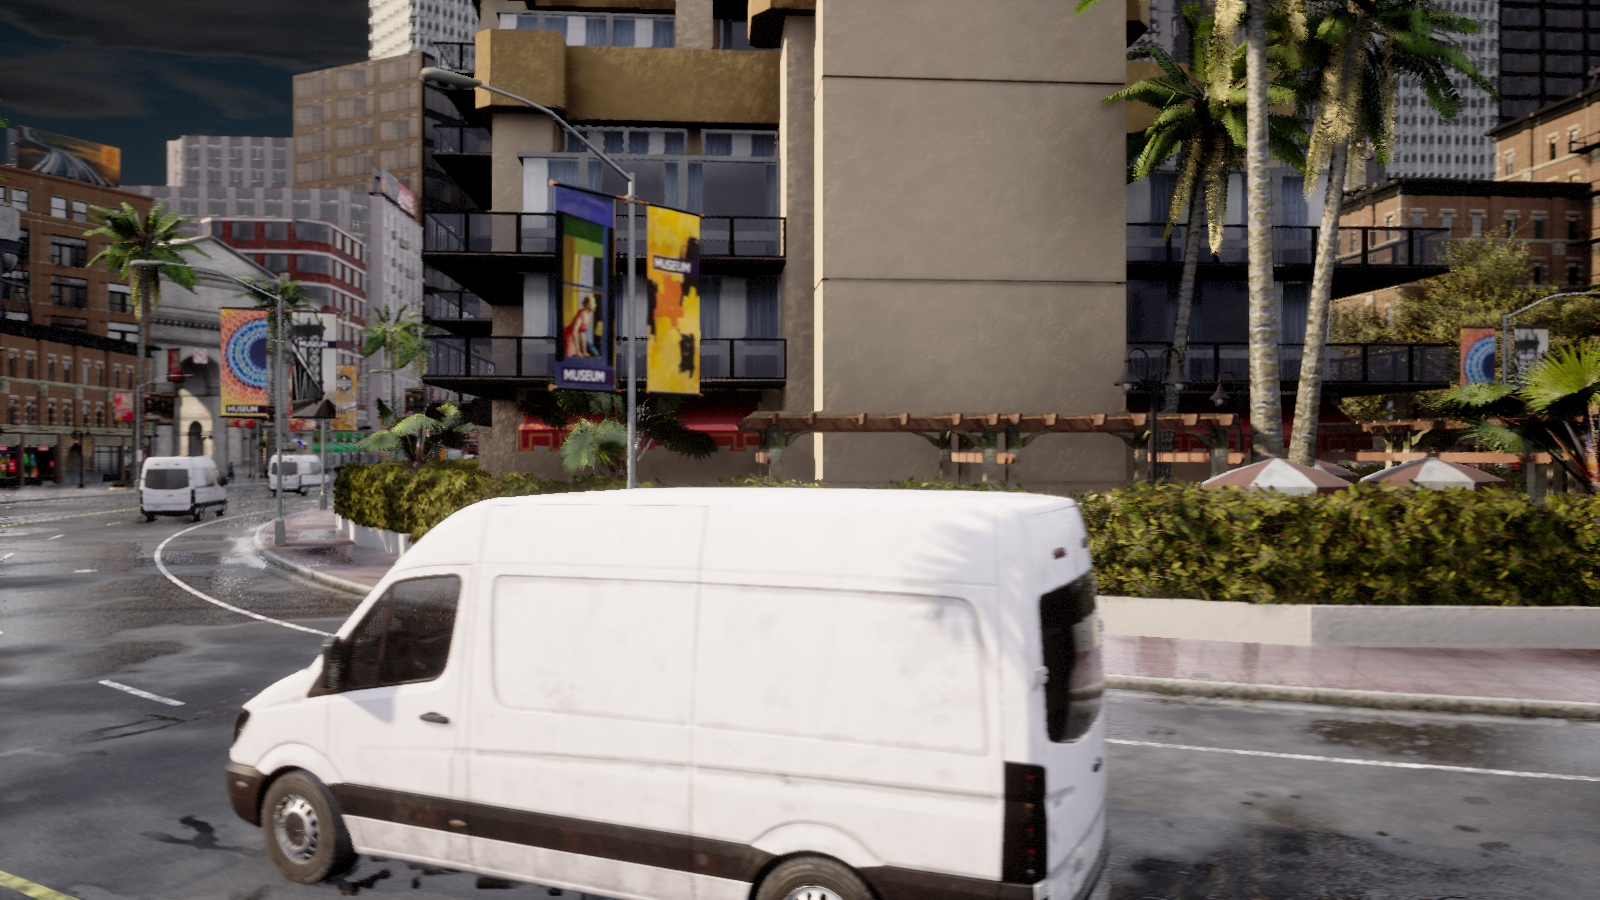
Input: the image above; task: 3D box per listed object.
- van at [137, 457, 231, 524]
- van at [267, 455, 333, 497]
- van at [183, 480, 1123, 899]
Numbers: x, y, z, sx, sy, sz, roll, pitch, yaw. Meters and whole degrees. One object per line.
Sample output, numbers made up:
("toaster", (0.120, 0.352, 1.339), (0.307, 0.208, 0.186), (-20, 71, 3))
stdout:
("van", (-25.146, 1.565, 46.883), (1.988, 2.561, 5.915), (0, 0, -14))
("van", (-31.459, 1.583, 72.072), (1.988, 2.561, 5.915), (0, 0, -4))
("van", (-1.089, 1.540, 7.458), (5.915, 2.561, 1.988), (0, 0, 25))
